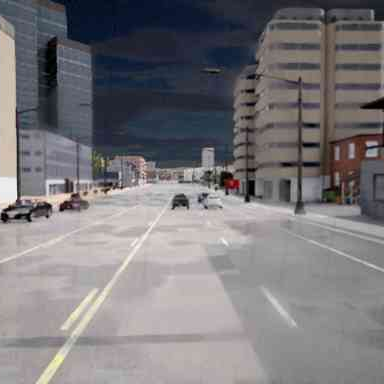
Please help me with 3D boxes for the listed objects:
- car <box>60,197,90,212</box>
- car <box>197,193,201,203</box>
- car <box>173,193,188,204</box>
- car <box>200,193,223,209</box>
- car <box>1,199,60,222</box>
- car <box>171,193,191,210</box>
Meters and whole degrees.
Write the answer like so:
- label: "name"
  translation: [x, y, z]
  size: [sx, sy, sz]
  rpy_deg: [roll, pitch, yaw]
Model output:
- label: "car"
  translation: [-11.738, 1.221, 33.400]
  size: [1.994, 1.385, 4.181]
  rpy_deg: [0, 1, -2]
- label: "car"
  translation: [1.796, 0.806, 48.448]
  size: [1.812, 1.442, 4.674]
  rpy_deg: [0, 2, -2]
- label: "car"
  translation: [-1.683, 0.870, 47.562]
  size: [2.033, 1.411, 5.357]
  rpy_deg: [0, 2, -2]
- label: "car"
  translation: [2.255, 1.063, 36.956]
  size: [1.812, 1.442, 4.674]
  rpy_deg: [0, 1, -2]
- label: "car"
  translation: [-11.402, 1.237, 23.343]
  size: [2.128, 1.511, 4.902]
  rpy_deg: [0, 0, -2]
- label: "car"
  translation: [-1.225, 1.073, 36.188]
  size: [1.837, 1.490, 4.892]
  rpy_deg: [0, 1, -1]
